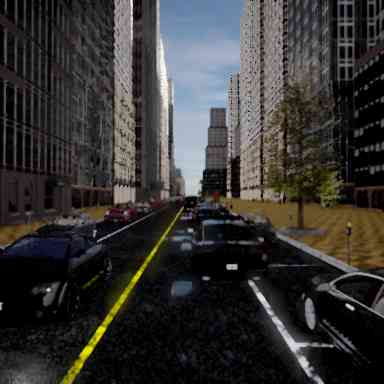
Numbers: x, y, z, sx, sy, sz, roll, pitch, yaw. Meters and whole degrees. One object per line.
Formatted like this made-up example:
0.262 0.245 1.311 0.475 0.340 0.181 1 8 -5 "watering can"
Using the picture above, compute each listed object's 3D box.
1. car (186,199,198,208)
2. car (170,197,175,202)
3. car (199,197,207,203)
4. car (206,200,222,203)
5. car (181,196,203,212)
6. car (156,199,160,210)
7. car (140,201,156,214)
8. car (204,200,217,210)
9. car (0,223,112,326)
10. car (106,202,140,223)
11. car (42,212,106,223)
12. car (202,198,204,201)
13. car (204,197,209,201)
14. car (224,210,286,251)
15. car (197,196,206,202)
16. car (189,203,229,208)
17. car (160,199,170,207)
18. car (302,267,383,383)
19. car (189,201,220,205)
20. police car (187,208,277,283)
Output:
0.004 1.916 55.577 2.033 1.411 5.357 0 0 0 "car"
-5.678 2.194 95.038 2.008 1.369 4.403 0 0 0 "car"
2.702 2.090 83.806 1.752 1.417 4.829 0 0 0 "car"
2.698 1.765 32.437 2.008 1.369 4.403 0 0 0 "car"
0.017 1.515 44.375 2.150 2.045 5.566 0 0 0 "car"
-5.681 1.834 43.837 1.887 1.381 4.507 0 0 0 "car"
-5.682 1.802 38.149 2.008 1.369 4.403 0 0 0 "car"
2.699 1.909 49.504 1.802 1.307 4.206 0 0 0 "car"
-3.100 1.611 7.189 1.994 1.385 4.181 0 0 0 "car"
-5.681 1.616 26.772 1.967 1.590 4.097 0 0 0 "car"
-5.683 1.652 15.392 2.008 1.369 4.403 0 0 0 "car"
2.699 1.834 43.815 1.887 1.381 4.507 0 0 0 "car"
2.699 1.692 38.126 1.967 1.590 4.097 0 0 0 "car"
2.698 1.652 15.371 2.008 1.369 4.403 0 0 0 "car"
2.704 1.958 95.015 2.192 1.841 5.009 0 0 0 "car"
0.901 1.636 19.941 1.837 1.490 4.892 0 0 0 "car"
-5.680 1.949 60.904 1.887 1.381 4.507 0 0 0 "car"
2.697 1.578 3.993 2.008 1.369 4.403 0 0 0 "car"
0.901 1.676 25.941 1.837 1.490 4.892 0 0 0 "car"
0.901 1.492 10.051 1.930 1.638 5.238 0 0 0 "police car"
